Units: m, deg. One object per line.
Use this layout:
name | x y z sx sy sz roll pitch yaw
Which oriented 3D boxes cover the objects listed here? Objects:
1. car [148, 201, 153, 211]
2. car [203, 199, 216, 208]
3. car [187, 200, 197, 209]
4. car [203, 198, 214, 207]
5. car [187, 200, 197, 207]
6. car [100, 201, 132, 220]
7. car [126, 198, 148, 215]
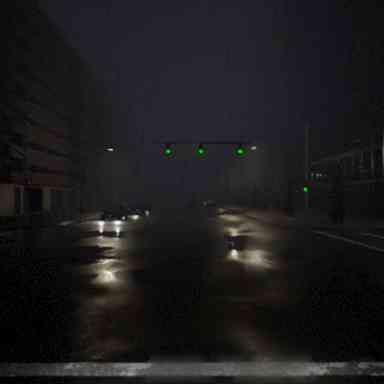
car | -7.288 2.196 52.717 2.033 1.411 5.357 0 -1 1
car | 3.522 2.263 62.822 2.128 1.511 4.902 0 -1 1
car | 0.002 2.293 60.731 2.033 1.411 5.357 0 -1 0
car | 3.536 2.248 72.687 2.097 1.767 4.553 0 -1 1
car | 0.046 2.437 73.002 2.033 1.411 5.357 0 -1 1
car | -7.433 1.925 32.345 1.812 1.442 4.674 0 -1 0
car | -7.409 1.742 42.258 2.150 2.045 5.566 0 -1 1
